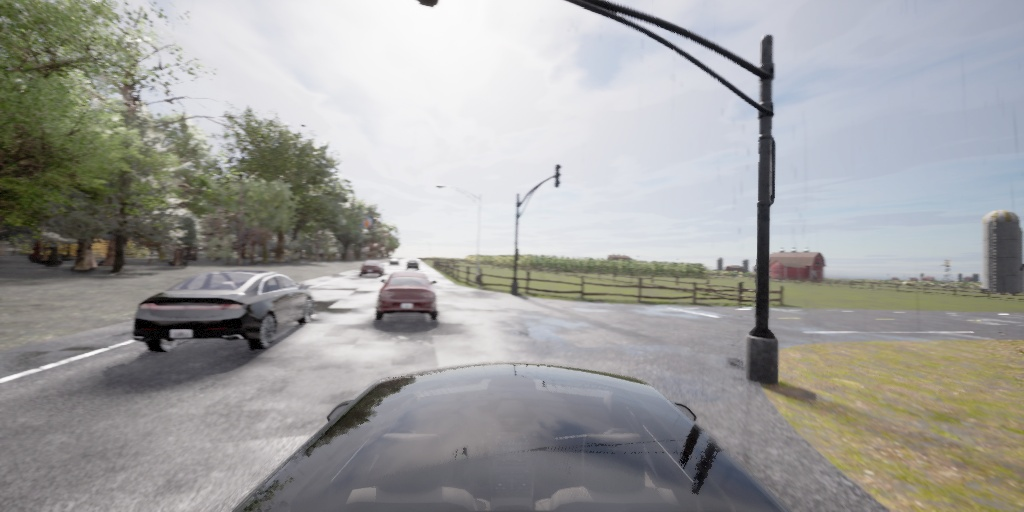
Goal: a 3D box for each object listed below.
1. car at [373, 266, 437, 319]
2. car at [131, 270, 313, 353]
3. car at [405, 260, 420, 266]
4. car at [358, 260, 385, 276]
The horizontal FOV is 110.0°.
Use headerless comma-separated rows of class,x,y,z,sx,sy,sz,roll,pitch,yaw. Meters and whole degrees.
car,-3.609,1.258,12.509,1.812,1.442,4.674,3,-1,-15
car,-6.073,1.071,8.250,2.128,1.511,4.902,3,-1,-15
car,-14.015,1.264,50.707,1.837,1.490,4.892,3,0,-15
car,-12.876,1.124,33.216,1.812,1.442,4.674,3,-1,-15
